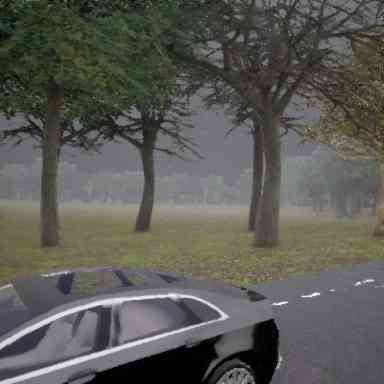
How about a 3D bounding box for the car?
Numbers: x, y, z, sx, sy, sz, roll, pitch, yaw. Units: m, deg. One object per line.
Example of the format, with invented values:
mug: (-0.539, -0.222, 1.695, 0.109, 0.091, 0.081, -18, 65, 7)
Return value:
car: (-1.260, 1.564, 3.100, 4.902, 1.511, 2.128, 2, -2, -36)
